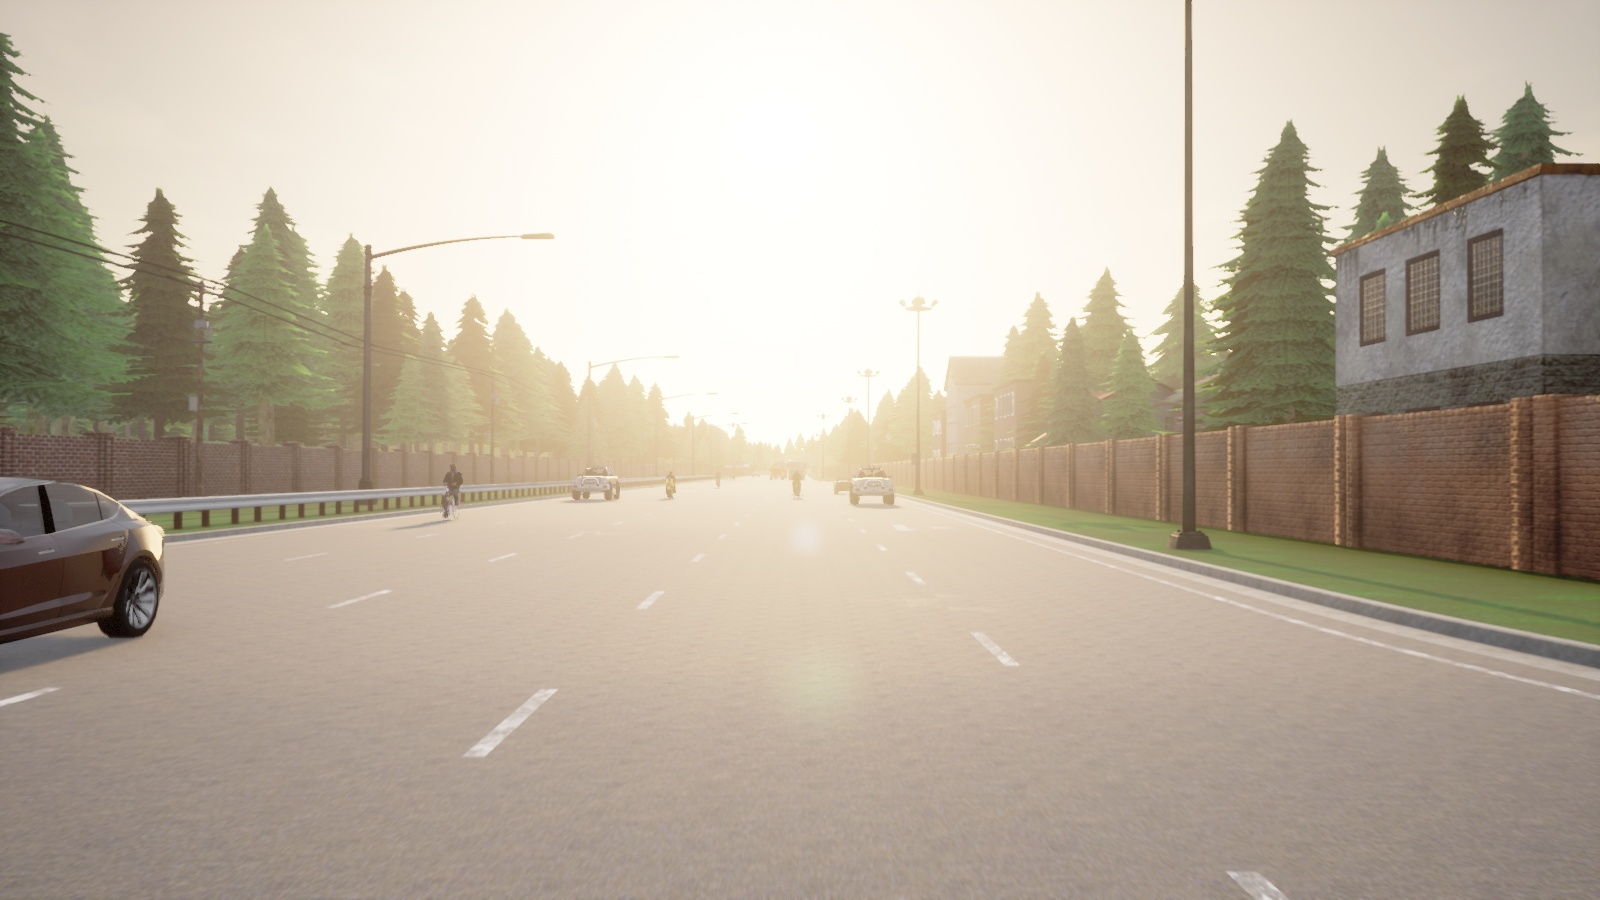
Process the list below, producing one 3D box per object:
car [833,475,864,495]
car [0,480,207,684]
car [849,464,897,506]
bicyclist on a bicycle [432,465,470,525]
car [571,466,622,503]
[{"bbox_3d":[3.289,2.331,85.390,1.895,1.301,4.718,0,-1,0],"label":"car"},{"bbox_3d":[-7.026,1.013,10.201,2.163,1.488,4.792,0,-1,0],"label":"car"},{"bbox_3d":[3.354,1.599,58.618,1.932,1.855,4.605,0,-1,0],"label":"car"},{"bbox_3d":[-10.595,1.367,38.176,0.659,1.776,1.843,0,-1,0],"label":"bicyclist on a bicycle"},{"bbox_3d":[-10.664,1.780,66.044,1.932,1.855,4.605,0,-1,0],"label":"car"}]
